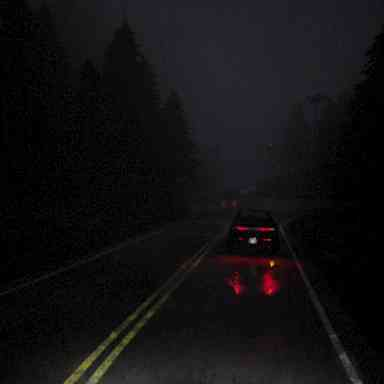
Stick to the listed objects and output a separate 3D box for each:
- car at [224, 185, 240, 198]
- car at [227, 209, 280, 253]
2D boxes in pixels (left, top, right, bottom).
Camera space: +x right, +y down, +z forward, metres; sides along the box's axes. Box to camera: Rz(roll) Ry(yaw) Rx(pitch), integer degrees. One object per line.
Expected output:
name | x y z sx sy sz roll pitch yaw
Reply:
car | 5.384 -0.197 44.792 1.812 1.442 4.674 0 9 14
car | 2.536 1.455 13.652 2.128 1.511 4.902 1 0 11
